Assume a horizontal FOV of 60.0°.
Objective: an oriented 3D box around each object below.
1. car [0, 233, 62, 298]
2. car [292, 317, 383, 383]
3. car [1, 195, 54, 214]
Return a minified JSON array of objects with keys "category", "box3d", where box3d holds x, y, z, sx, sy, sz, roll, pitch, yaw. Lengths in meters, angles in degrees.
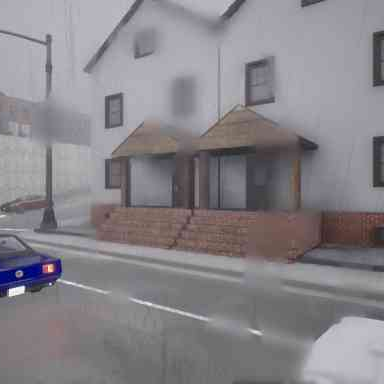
[{"category":"car","box3d":[-5.131,1.601,7.632,4.718,1.301,1.895,0,0,36]},{"category":"car","box3d":[2.984,1.601,1.853,4.718,1.301,1.895,0,0,36]},{"category":"car","box3d":[-14.385,0.973,29.266,1.994,1.385,4.181,0,7,35]}]
